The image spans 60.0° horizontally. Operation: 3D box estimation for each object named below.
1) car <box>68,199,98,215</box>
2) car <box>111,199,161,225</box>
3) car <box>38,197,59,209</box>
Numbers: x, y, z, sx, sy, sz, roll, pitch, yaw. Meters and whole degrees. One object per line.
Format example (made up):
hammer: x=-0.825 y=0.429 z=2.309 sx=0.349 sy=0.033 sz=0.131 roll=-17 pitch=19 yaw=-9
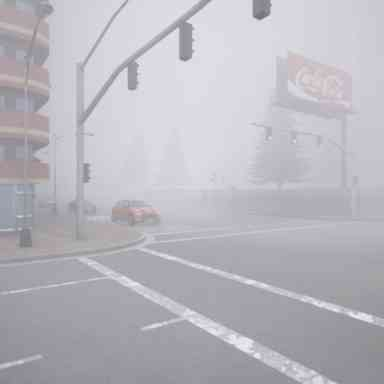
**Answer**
car: x=-11.140 y=1.487 z=33.749 sx=2.128 sy=1.511 sz=4.902 roll=0 pitch=0 yaw=-36
car: x=-4.114 y=1.347 z=24.027 sx=2.097 sy=1.767 sz=4.553 roll=0 pitch=0 yaw=-36
car: x=-19.841 y=1.473 z=45.841 sx=1.882 sy=1.535 sz=5.008 roll=0 pitch=0 yaw=-35
